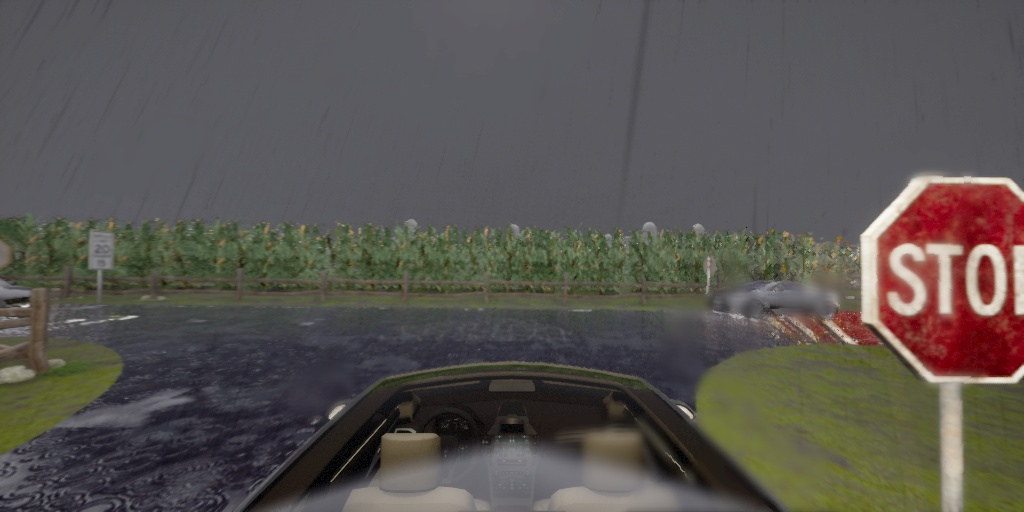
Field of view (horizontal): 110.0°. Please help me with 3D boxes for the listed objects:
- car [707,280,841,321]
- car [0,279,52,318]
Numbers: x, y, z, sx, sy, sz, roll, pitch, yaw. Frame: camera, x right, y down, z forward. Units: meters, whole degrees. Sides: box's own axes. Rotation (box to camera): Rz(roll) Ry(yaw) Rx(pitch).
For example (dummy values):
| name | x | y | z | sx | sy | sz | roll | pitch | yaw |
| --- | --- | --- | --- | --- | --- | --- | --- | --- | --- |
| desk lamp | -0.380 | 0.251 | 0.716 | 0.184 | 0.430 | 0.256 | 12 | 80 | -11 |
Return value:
| name | x | y | z | sx | sy | sz | roll | pitch | yaw |
| --- | --- | --- | --- | --- | --- | --- | --- | --- | --- |
| car | 9.767 | 1.614 | 13.592 | 4.181 | 1.385 | 1.994 | 1 | -2 | -1 |
| car | -15.867 | 1.100 | 9.897 | 4.892 | 1.490 | 1.837 | 1 | -2 | 0 |
